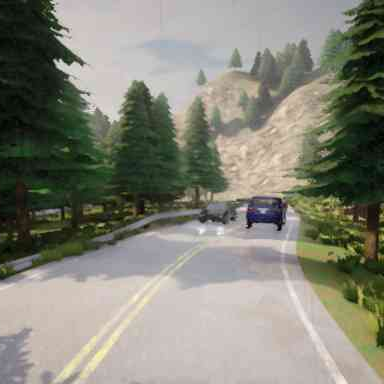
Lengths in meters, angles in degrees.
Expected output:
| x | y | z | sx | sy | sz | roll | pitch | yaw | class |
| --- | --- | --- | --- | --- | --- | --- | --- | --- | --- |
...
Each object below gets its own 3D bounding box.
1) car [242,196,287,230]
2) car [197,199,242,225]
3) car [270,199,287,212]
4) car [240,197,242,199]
| x | y | z | sx | sy | sz | roll | pitch | yaw | class |
| --- | --- | --- | --- | --- | --- | --- | --- | --- | --- |
| 4.987 | 1.269 | 22.038 | 2.150 | 2.045 | 5.566 | 2 | 0 | 18 | car |
| 1.982 | 1.486 | 23.879 | 2.033 | 1.411 | 5.357 | 2 | 0 | 18 | car |
| 10.587 | 1.601 | 40.750 | 1.812 | 1.442 | 4.674 | 2 | 0 | 15 | car |
| 10.494 | 1.617 | 64.848 | 1.895 | 1.301 | 4.718 | 0 | 0 | -13 | car |
